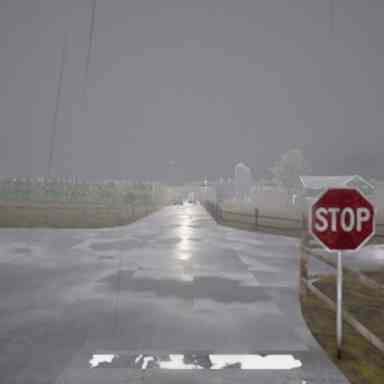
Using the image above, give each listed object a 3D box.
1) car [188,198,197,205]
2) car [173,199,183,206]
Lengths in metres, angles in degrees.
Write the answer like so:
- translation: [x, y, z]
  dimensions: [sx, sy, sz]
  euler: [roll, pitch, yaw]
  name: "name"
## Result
- translation: [0.092, 2.050, 71.620]
  dimensions: [2.033, 1.411, 5.357]
  euler: [0, 0, 0]
  name: "car"
- translation: [-2.666, 2.015, 65.400]
  dimensions: [2.033, 1.411, 5.357]
  euler: [0, 0, 0]
  name: "car"
